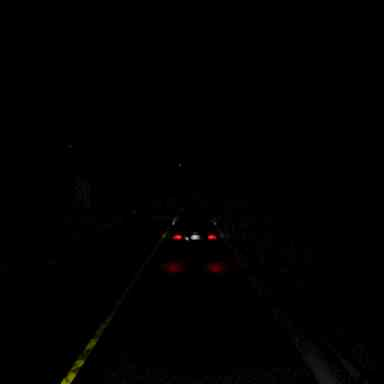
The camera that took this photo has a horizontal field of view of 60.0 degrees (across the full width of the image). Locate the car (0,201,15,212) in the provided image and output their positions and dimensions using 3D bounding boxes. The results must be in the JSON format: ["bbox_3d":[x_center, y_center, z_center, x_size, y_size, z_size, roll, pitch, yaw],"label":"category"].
[{"bbox_3d":[-26.622,1.984,45.057,4.313,1.339,1.947,-1,1,0],"label":"car"}]

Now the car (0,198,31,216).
[{"bbox_3d":[-20.956,1.718,36.515,5.009,1.841,2.192,-1,1,0],"label":"car"}]

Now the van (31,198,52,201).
[{"bbox_3d":[-20.945,1.703,45.041,3.998,1.788,1.690,-1,1,0],"label":"van"}]

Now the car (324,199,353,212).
[{"bbox_3d":[17.074,1.540,36.433,4.403,1.369,2.008,-1,1,0],"label":"car"}]

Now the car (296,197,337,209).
[{"bbox_3d":[16.748,1.477,44.959,4.829,1.417,1.752,-1,1,0],"label":"car"}]

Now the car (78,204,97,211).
[{"bbox_3d":[-15.434,1.831,45.031,4.829,1.417,1.752,-1,1,0],"label":"car"}]

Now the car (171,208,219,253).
[{"bbox_3d":[0.105,1.621,13.978,2.033,1.411,5.357,0,0,0],"label":"car"}]

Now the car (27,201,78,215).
[{"bbox_3d":[-15.273,1.928,36.507,4.206,1.307,1.802,-1,1,0],"label":"car"}]

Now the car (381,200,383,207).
[{"bbox_3d":[27.323,1.375,44.935,4.403,1.369,2.008,-1,1,0],"label":"car"}]

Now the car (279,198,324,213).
[{"bbox_3d":[11.695,1.617,36.445,4.313,1.339,1.947,-1,1,0],"label":"car"}]

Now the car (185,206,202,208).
[{"bbox_3d":[0.107,1.683,24.321,1.994,1.385,4.181,0,0,0],"label":"car"}]
